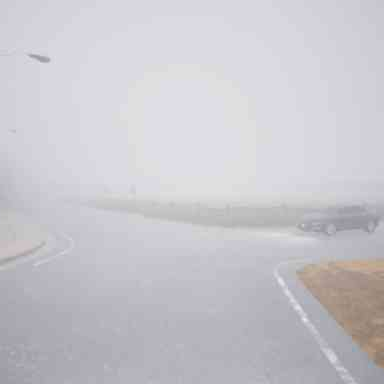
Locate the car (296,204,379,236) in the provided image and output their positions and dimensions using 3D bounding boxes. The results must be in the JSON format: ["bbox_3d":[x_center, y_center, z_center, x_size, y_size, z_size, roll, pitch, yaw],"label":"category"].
[{"bbox_3d":[7.781,1.408,17.719,4.892,1.490,1.837,-1,1,-25],"label":"car"}]
